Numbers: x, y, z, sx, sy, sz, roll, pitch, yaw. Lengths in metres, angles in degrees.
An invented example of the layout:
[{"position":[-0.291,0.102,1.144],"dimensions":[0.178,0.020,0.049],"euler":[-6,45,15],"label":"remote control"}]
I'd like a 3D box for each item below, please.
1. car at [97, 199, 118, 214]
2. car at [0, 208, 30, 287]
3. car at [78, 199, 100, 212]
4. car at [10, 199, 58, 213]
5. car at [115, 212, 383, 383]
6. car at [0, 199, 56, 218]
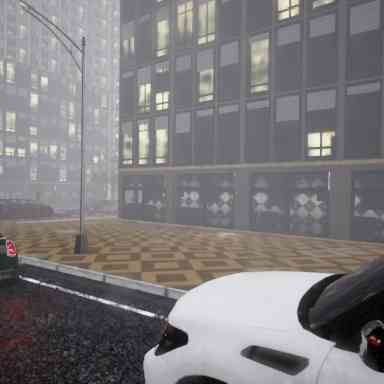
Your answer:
[{"position":[-8.417,1.829,39.444],"dimensions":[1.752,1.417,4.829],"euler":[1,0,36],"label":"car"},{"position":[-6.237,1.348,8.106],"dimensions":[4.553,1.767,2.097],"euler":[0,0,35],"label":"car"},{"position":[-12.550,1.720,43.580],"dimensions":[1.837,1.490,4.892],"euler":[1,1,36],"label":"car"},{"position":[-18.712,1.641,39.590],"dimensions":[1.752,1.417,4.829],"euler":[1,0,36],"label":"car"},{"position":[2.232,1.222,2.091],"dimensions":[5.566,2.045,2.150],"euler":[0,0,36],"label":"car"},{"position":[-15.199,1.518,30.221],"dimensions":[2.192,1.841,5.009],"euler":[1,0,36],"label":"car"}]
